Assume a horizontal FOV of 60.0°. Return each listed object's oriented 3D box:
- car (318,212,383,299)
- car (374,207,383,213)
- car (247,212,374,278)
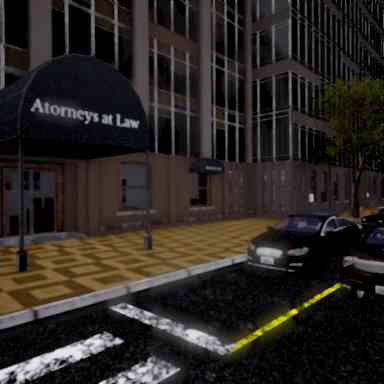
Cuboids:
[{"bbox_3d":[4.876,1.416,7.322,2.128,1.511,4.902,0,0,43],"label":"car"},{"bbox_3d":[10.558,1.447,17.611,1.895,1.301,4.718,0,0,43],"label":"car"},{"bbox_3d":[3.549,1.420,10.080,2.128,1.511,4.902,0,0,43],"label":"car"}]
